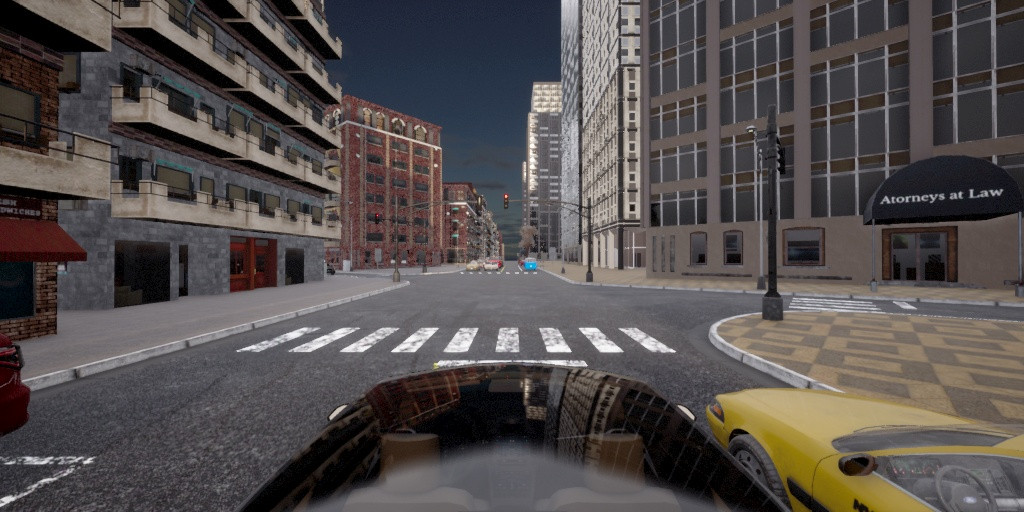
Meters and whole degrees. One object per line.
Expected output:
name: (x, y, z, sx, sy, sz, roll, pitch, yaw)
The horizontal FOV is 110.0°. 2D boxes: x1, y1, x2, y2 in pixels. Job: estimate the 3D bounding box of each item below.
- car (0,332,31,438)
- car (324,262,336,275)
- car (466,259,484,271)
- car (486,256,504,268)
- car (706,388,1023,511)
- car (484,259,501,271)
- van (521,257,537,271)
car: (-5.314, 1.065, 1.078, 2.192, 1.841, 5.009, 0, 0, 0)
car: (-22.369, 1.455, 41.775, 4.892, 1.490, 1.837, -1, -1, 41)
car: (-5.337, 1.320, 49.908, 1.751, 1.417, 4.829, 0, 0, 0)
car: (-2.858, 1.037, 59.699, 2.150, 2.045, 5.566, 0, 0, 0)
car: (2.566, 1.275, 1.258, 1.751, 1.417, 4.829, 0, 0, 0)
car: (-2.871, 1.396, 50.192, 1.895, 1.301, 4.718, 0, 0, -2)
van: (2.543, 1.136, 50.081, 1.690, 1.789, 3.998, 0, 0, 0)
